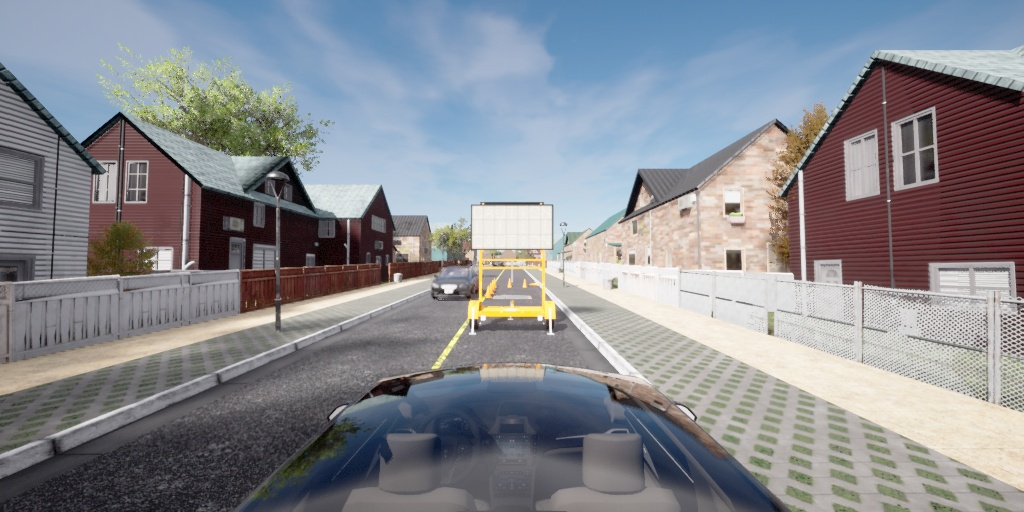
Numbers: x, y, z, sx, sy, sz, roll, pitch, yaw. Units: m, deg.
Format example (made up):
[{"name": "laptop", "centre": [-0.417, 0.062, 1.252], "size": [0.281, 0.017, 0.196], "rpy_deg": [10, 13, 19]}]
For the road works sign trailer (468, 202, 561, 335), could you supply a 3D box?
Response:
[{"name": "road works sign trailer", "centre": [0.005, 0.227, 10.558], "size": [2.380, 3.560, 2.880], "rpy_deg": [0, 0, 1]}]

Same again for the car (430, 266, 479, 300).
[{"name": "car", "centre": [-2.734, 1.274, 17.938], "size": [2.128, 1.511, 4.902], "rpy_deg": [0, 0, 0]}]
